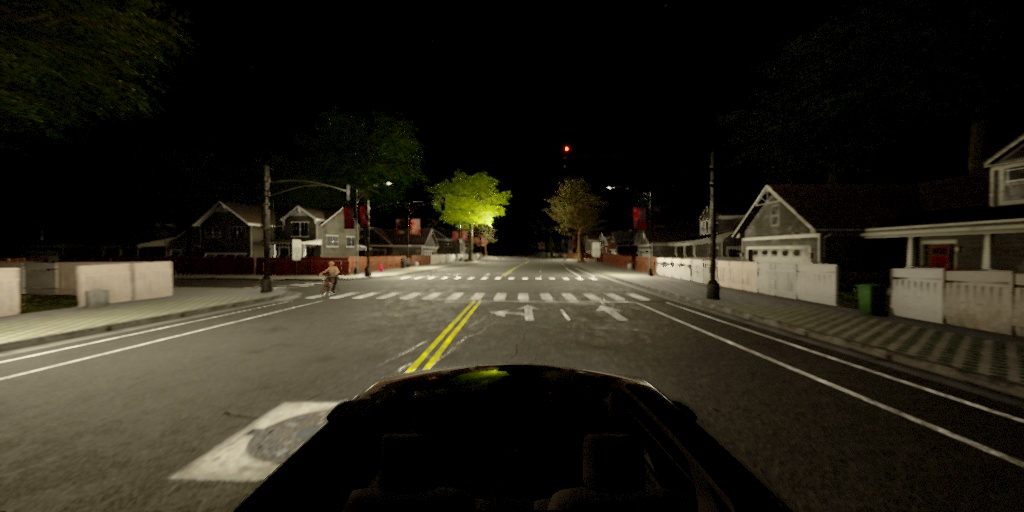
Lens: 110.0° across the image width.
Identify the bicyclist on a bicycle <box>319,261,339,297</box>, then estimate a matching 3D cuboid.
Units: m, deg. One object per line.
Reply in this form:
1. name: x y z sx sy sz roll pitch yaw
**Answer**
1. bicyclist on a bicycle: -8.460 1.053 16.723 0.866 1.612 1.509 0 1 2
